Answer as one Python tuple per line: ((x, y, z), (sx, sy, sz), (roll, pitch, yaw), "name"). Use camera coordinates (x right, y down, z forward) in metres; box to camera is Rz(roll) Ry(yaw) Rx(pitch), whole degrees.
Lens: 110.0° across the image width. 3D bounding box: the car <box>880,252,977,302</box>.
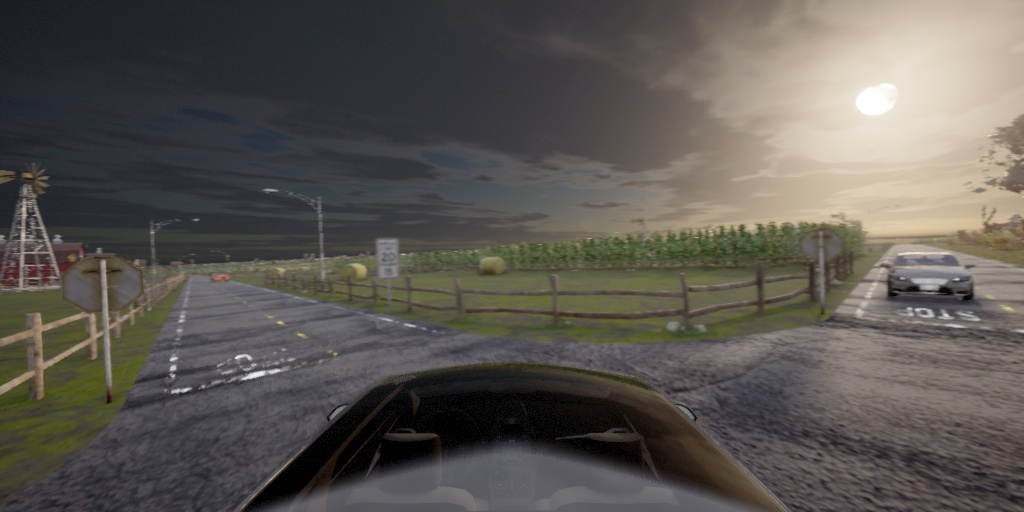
((14.462, 0.613, 12.568), (4.902, 1.511, 2.128), (-3, 1, -43), "car")
